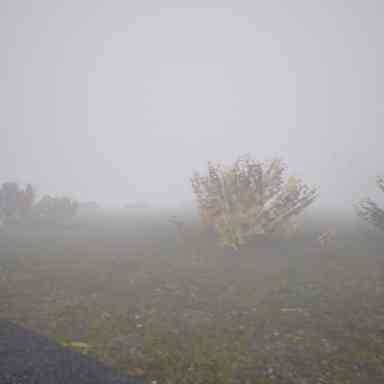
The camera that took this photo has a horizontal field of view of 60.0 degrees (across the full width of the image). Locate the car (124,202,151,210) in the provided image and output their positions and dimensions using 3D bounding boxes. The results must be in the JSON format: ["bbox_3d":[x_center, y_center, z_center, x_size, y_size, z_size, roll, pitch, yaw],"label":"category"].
[{"bbox_3d":[-8.952,2.226,54.757,1.895,1.301,4.718,-1,-1,36],"label":"car"}]

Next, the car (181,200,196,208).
[{"bbox_3d":[-0.020,2.142,60.979,1.882,1.535,5.008,-1,-2,37],"label":"car"}]

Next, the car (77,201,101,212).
[{"bbox_3d":[-14.988,2.018,46.387,1.837,1.490,4.892,-1,-1,36],"label":"car"}]
